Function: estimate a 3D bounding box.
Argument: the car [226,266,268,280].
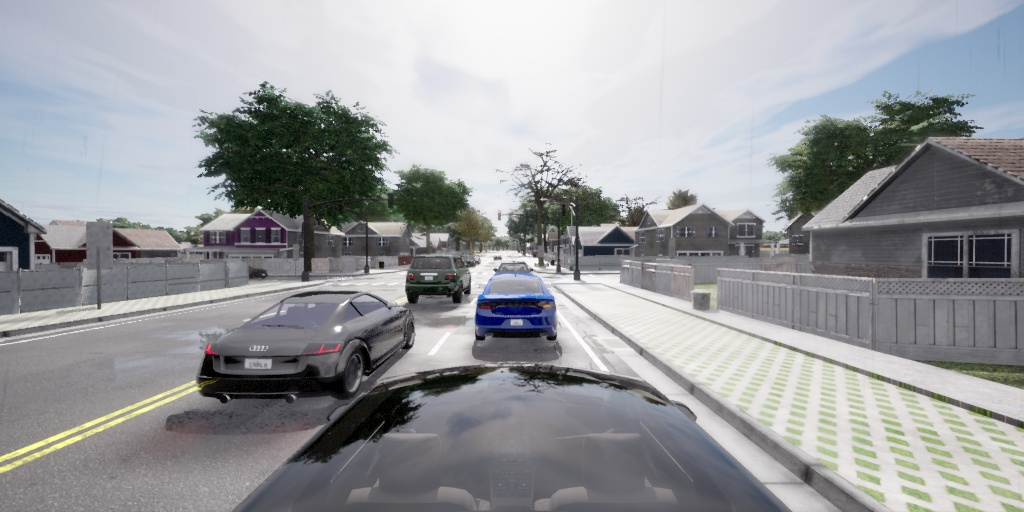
[{"bbox_3d":[-22.624,1.267,29.215,5.008,1.535,1.882,0,1,3],"label":"car"}]

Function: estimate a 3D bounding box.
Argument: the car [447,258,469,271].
[{"bbox_3d":[-6.663,1.011,44.800,2.033,1.411,5.357,0,1,0],"label":"car"}]

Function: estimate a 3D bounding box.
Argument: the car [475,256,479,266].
[{"bbox_3d":[-6.661,0.715,54.238,2.097,1.767,4.553,0,1,0],"label":"car"}]

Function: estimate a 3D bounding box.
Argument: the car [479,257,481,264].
[{"bbox_3d":[-6.652,0.728,64.518,2.033,1.411,5.357,0,1,0],"label":"car"}]

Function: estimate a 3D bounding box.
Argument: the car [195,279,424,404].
[{"bbox_3d":[-3.157,1.308,6.470,1.994,1.385,4.181,0,0,0],"label":"car"}]

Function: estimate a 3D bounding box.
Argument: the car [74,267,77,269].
[{"bbox_3d":[-33.826,1.366,29.789,4.892,1.490,1.837,0,1,4],"label":"car"}]

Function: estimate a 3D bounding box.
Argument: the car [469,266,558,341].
[{"bbox_3d":[0.088,1.213,9.887,1.882,1.535,5.008,0,0,0],"label":"car"}]

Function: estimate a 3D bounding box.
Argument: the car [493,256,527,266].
[{"bbox_3d":[0.074,1.041,18.842,2.097,1.767,4.553,0,0,0],"label":"car"}]

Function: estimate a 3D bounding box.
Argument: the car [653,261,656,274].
[{"bbox_3d":[12.675,1.095,32.532,4.718,1.301,1.895,0,1,1],"label":"car"}]

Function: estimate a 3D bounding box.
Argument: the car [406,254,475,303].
[{"bbox_3d":[-3.173,0.927,16.351,2.150,2.045,5.566,0,0,0],"label":"car"}]
